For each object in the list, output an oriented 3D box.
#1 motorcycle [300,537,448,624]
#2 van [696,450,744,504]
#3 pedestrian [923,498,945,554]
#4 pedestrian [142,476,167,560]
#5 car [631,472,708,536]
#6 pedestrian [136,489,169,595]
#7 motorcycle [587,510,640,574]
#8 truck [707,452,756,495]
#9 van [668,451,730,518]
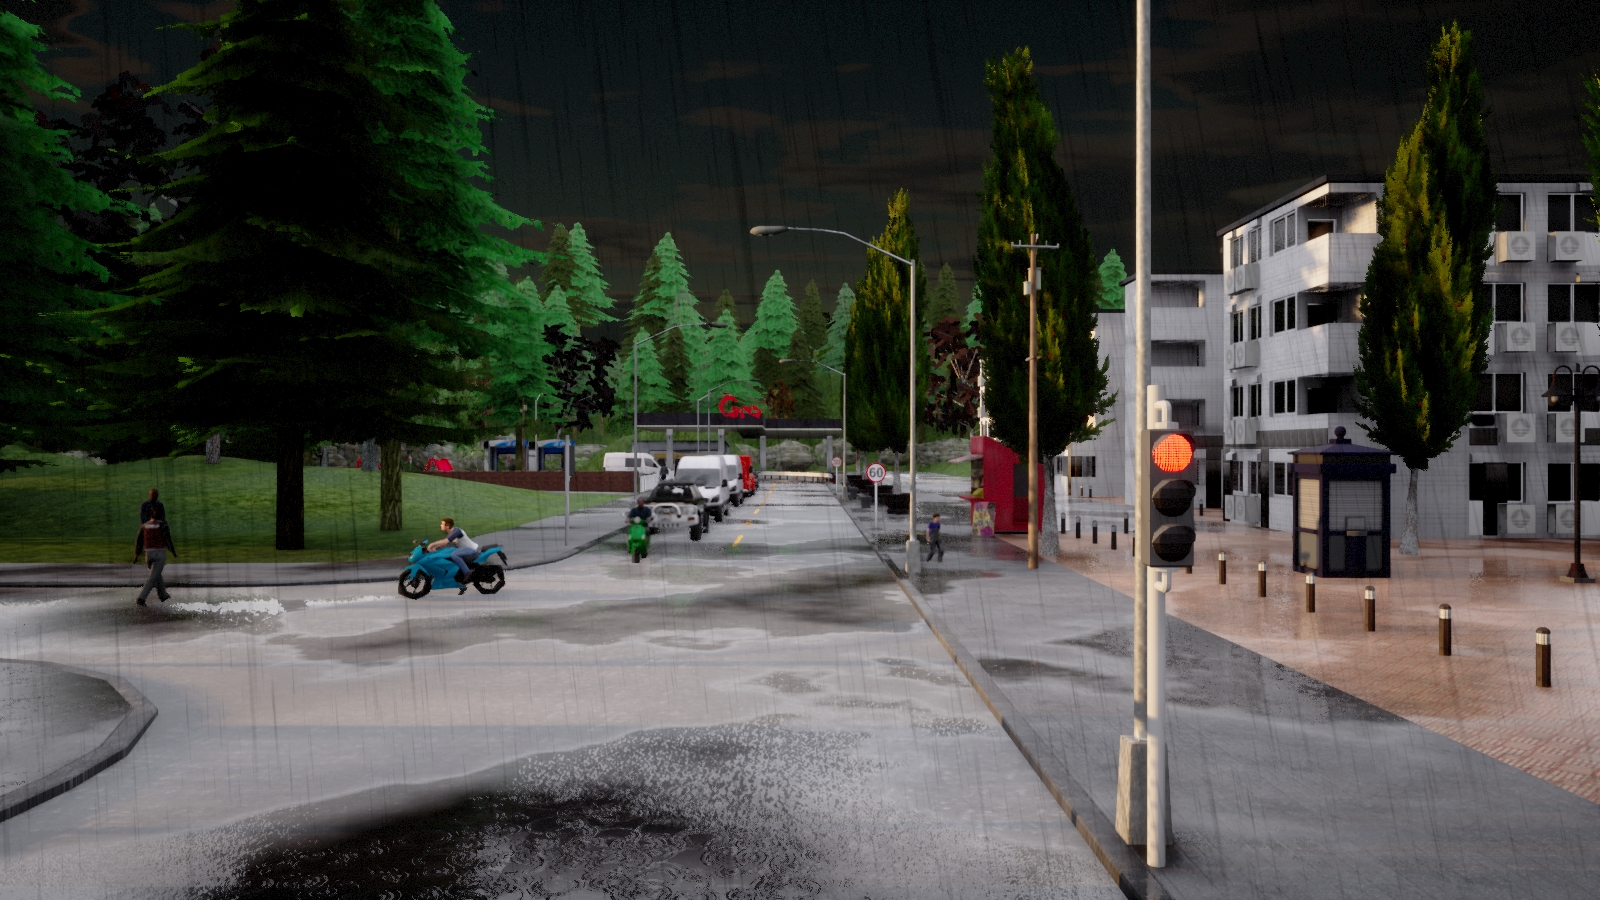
[{"bbox_3d":[-6.595,1.990,17.707,2.033,1.145,0.803,0,0,-30],"label":"motorcycle"},{"bbox_3d":[-4.000,1.305,57.973,1.988,2.561,5.915,0,0,0],"label":"van"},{"bbox_3d":[3.194,1.800,27.185,0.375,1.300,0.375,0,0,-26],"label":"pedestrian"},{"bbox_3d":[-14.521,1.520,25.698,0.375,1.860,0.375,0,0,36],"label":"pedestrian"},{"bbox_3d":[-4.061,1.639,36.258,1.932,1.855,4.605,0,0,0],"label":"car"},{"bbox_3d":[-11.540,1.625,20.368,0.375,1.860,0.375,0,0,1],"label":"pedestrian"},{"bbox_3d":[-3.993,1.958,24.571,0.856,1.236,1.805,0,0,0],"label":"motorcycle"},{"bbox_3d":[-3.992,1.335,67.481,2.627,2.467,5.204,0,0,0],"label":"truck"},{"bbox_3d":[-4.012,1.307,46.444,1.988,2.561,5.915,0,0,0],"label":"van"}]
